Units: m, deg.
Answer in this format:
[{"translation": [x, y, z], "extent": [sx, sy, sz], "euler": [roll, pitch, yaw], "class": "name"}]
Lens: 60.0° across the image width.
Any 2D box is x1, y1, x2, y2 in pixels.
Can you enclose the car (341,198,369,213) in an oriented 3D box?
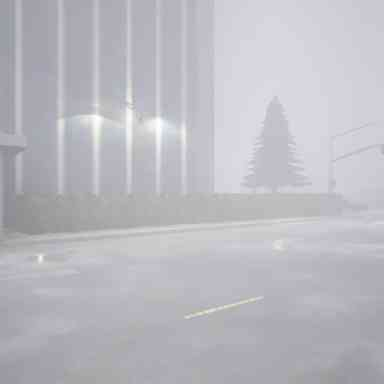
[{"translation": [17.687, 1.458, 38.156], "extent": [1.812, 1.442, 4.674], "euler": [0, 0, -35], "class": "car"}]
